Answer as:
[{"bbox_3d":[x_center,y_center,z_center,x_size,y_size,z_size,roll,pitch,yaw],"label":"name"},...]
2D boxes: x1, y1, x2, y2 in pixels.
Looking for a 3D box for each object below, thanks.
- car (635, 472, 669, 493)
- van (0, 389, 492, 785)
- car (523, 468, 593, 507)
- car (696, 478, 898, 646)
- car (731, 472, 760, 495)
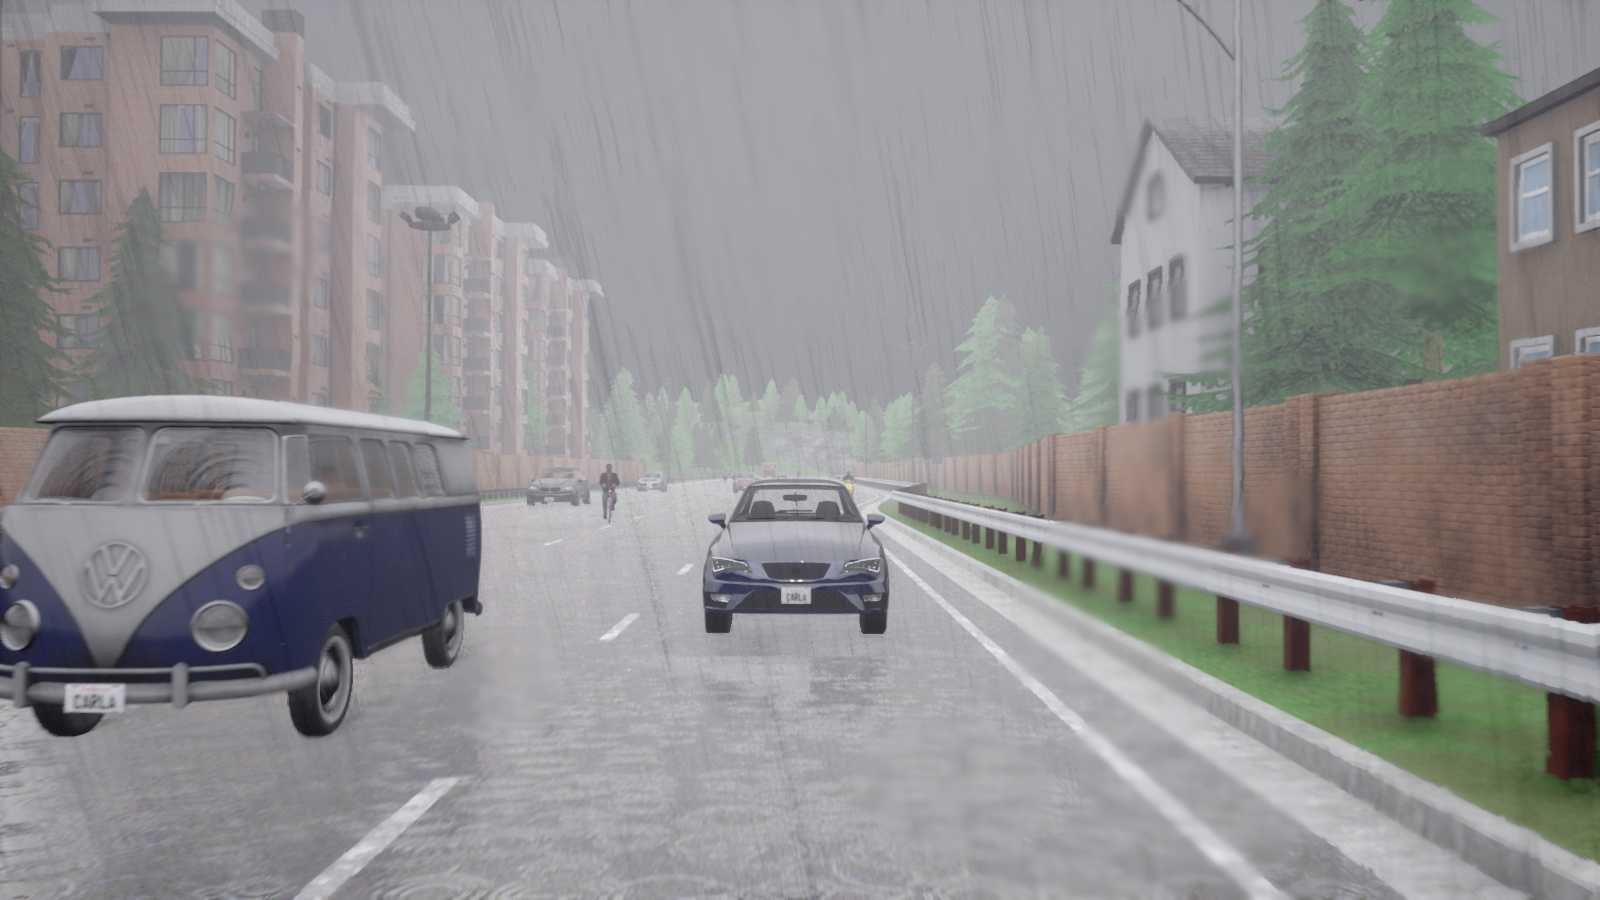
[{"bbox_3d":[-10.721,2.350,91.213,1.970,1.475,3.806,0,-1,0],"label":"car"},{"bbox_3d":[-3.522,0.724,8.538,1.775,1.987,4.442,0,-1,0],"label":"van"},{"bbox_3d":[-10.635,1.631,55.520,2.242,1.667,4.611,0,-1,0],"label":"car"},{"bbox_3d":[-0.033,1.053,13.397,1.816,1.474,4.193,0,-1,0],"label":"car"},{"bbox_3d":[-3.709,2.292,86.526,1.845,1.501,3.633,0,-1,0],"label":"car"}]
